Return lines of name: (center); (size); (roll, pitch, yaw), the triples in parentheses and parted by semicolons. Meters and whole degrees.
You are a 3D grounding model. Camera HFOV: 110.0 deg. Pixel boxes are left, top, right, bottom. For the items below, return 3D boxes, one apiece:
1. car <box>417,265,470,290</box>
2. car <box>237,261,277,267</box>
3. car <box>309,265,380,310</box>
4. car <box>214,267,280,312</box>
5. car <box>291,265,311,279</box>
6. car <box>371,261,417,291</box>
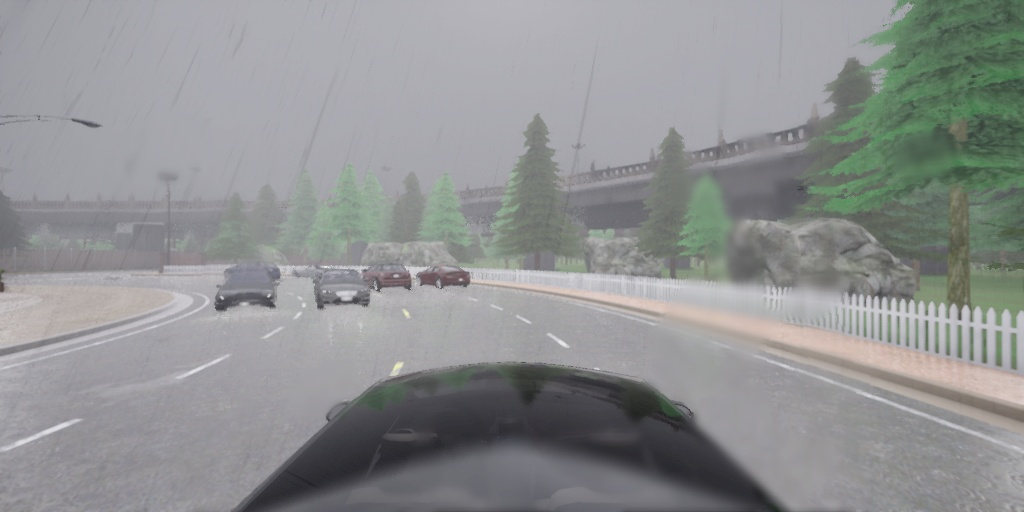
car: (-4.702, 1.329, 23.977); (1.882, 1.535, 5.008); (1, -1, -38)
car: (-23.032, 1.249, 31.870); (4.553, 1.767, 2.097); (0, 0, 17)
car: (-7.265, 1.305, 15.229); (2.128, 1.511, 4.902); (0, 0, -30)
car: (-10.872, 1.362, 14.986); (2.033, 1.411, 5.357); (0, 0, -32)
car: (-18.655, 1.505, 34.142); (4.718, 1.301, 1.895); (0, 0, 22)
car: (-8.085, 1.198, 22.477); (2.097, 1.767, 4.553); (0, 0, -39)
